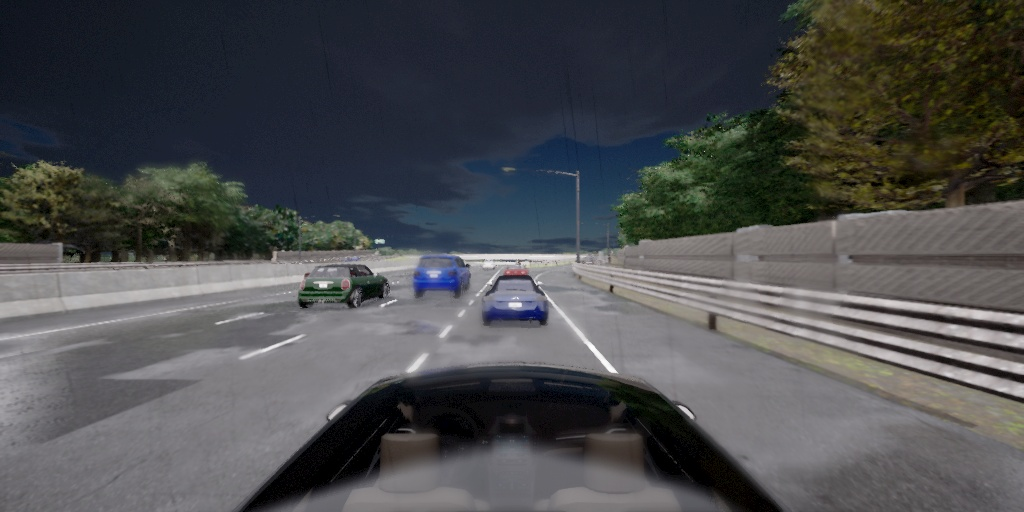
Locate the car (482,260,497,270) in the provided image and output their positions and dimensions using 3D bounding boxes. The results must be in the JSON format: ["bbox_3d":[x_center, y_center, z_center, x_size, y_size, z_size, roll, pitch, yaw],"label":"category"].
[{"bbox_3d":[-3.517,1.356,55.439,1.812,1.442,4.674,0,0,0],"label":"car"}]

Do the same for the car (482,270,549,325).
[{"bbox_3d":[0.096,1.321,11.906,1.994,1.385,4.181,0,0,0],"label":"car"}]

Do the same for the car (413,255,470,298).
[{"bbox_3d":[-3.505,0.984,18.750,2.150,2.045,5.566,0,0,0],"label":"car"}]

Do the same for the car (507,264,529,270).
[{"bbox_3d":[0.502,1.363,30.694,1.895,1.301,4.718,0,0,5],"label":"car"}]

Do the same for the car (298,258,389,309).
[{"bbox_3d":[-6.905,1.111,15.236,2.097,1.767,4.553,0,0,0],"label":"car"}]
